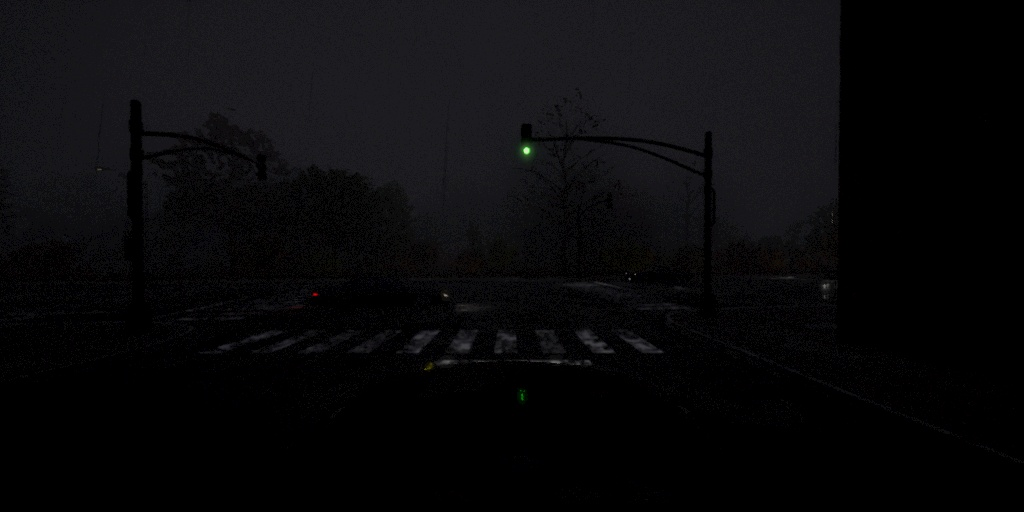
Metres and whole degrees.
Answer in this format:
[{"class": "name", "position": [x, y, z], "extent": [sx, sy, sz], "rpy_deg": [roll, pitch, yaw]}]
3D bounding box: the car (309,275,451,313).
[{"class": "car", "position": [-5.273, 1.486, 14.829], "extent": [5.357, 1.411, 2.033], "rpy_deg": [0, 1, -7]}]

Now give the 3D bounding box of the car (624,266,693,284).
[{"class": "car", "position": [10.953, 1.394, 27.028], "extent": [4.718, 1.301, 1.895], "rpy_deg": [0, 1, -8]}]

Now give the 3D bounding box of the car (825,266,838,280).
[{"class": "car", "position": [28.638, 1.268, 29.765], "extent": [4.892, 1.490, 1.837], "rpy_deg": [0, 1, -9]}]
